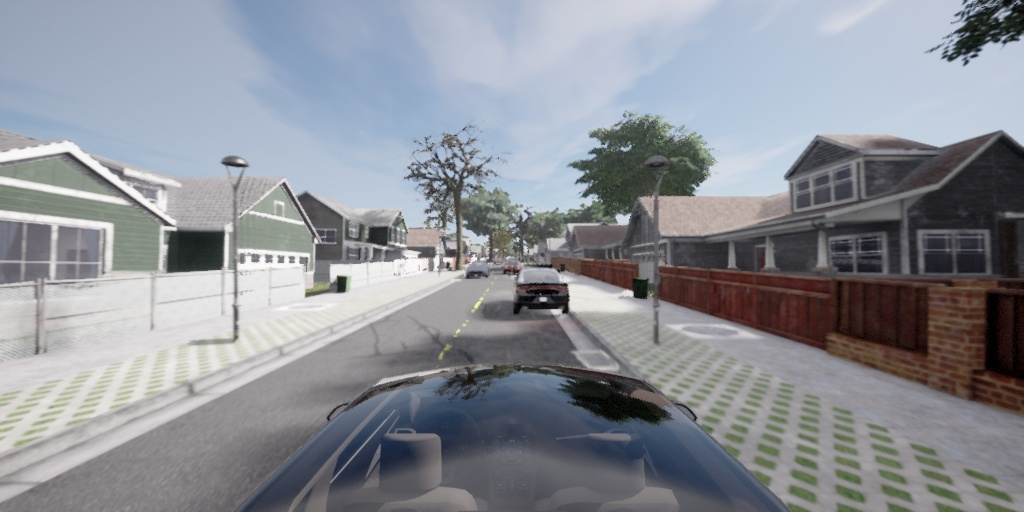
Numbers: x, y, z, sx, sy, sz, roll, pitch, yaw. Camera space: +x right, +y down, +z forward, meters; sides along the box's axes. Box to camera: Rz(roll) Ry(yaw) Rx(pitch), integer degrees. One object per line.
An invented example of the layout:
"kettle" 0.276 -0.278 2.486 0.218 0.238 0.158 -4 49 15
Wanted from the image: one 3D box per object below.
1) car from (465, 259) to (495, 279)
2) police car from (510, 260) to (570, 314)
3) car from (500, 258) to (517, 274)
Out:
"car" -2.834 1.152 31.042 2.033 1.411 5.357 0 0 0
"police car" 0.968 1.119 13.674 1.930 1.638 5.238 0 0 0
"car" 0.065 1.180 37.527 1.895 1.301 4.718 0 0 0
